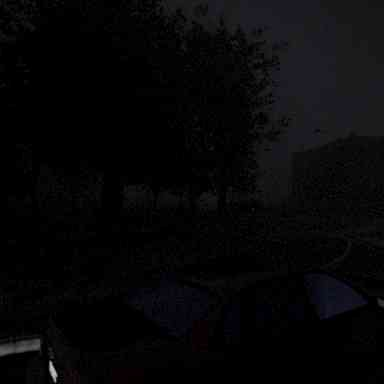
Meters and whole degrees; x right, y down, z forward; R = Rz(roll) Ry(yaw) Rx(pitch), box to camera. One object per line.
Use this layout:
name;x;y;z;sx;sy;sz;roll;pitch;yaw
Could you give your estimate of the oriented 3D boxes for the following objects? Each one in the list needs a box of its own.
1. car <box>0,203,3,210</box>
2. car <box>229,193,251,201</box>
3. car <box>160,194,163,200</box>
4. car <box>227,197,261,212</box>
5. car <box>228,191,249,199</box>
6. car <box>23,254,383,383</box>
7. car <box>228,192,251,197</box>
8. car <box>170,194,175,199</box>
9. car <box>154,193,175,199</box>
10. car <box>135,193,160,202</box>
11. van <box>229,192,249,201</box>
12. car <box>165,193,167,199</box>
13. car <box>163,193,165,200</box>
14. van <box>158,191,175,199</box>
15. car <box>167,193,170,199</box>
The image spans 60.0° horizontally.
car;-24.599;1.560;39.113;4.181;1.385;1.994;0;0;-14
car;10.518;1.137;73.085;4.553;1.767;2.185;0;1;7
car;-9.635;1.266;74.599;5.008;1.535;2.097;0;0;7
car;6.010;1.587;39.286;1.895;1.301;4.718;0;0;-23
car;12.461;0.800;89.649;5.566;2.045;2.435;0;1;7
car;0.919;1.546;4.193;5.357;1.411;2.033;0;0;-34
car;9.824;1.336;67.695;4.792;1.488;2.163;0;0;7
car;-8.061;0.852;88.294;5.566;2.045;2.435;0;1;7
car;-7.529;1.064;91.012;5.366;1.575;1.946;0;1;7
car;-9.919;1.165;71.850;4.553;1.767;2.185;0;0;7
van;10.710;1.009;75.989;4.442;1.987;1.878;0;1;7
car;-8.960;1.082;80.070;4.553;1.767;2.185;0;1;7
car;-9.308;1.277;77.336;4.674;1.452;2.002;0;1;7
van;-7.278;0.805;93.755;4.442;1.987;1.878;0;1;7
car;-8.678;1.176;82.819;4.892;1.521;2.231;0;1;7
